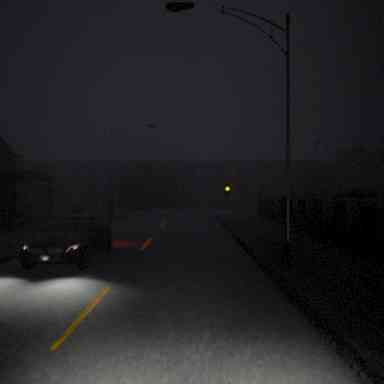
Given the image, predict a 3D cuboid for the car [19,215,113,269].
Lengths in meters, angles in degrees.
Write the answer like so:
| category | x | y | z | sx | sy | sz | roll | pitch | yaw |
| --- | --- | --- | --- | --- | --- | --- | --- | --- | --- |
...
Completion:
| category | x | y | z | sx | sy | sz | roll | pitch | yaw |
| --- | --- | --- | --- | --- | --- | --- | --- | --- | --- |
| car | -3.997 | 1.537 | 11.375 | 1.812 | 1.442 | 4.674 | 0 | 0 | 0 |
